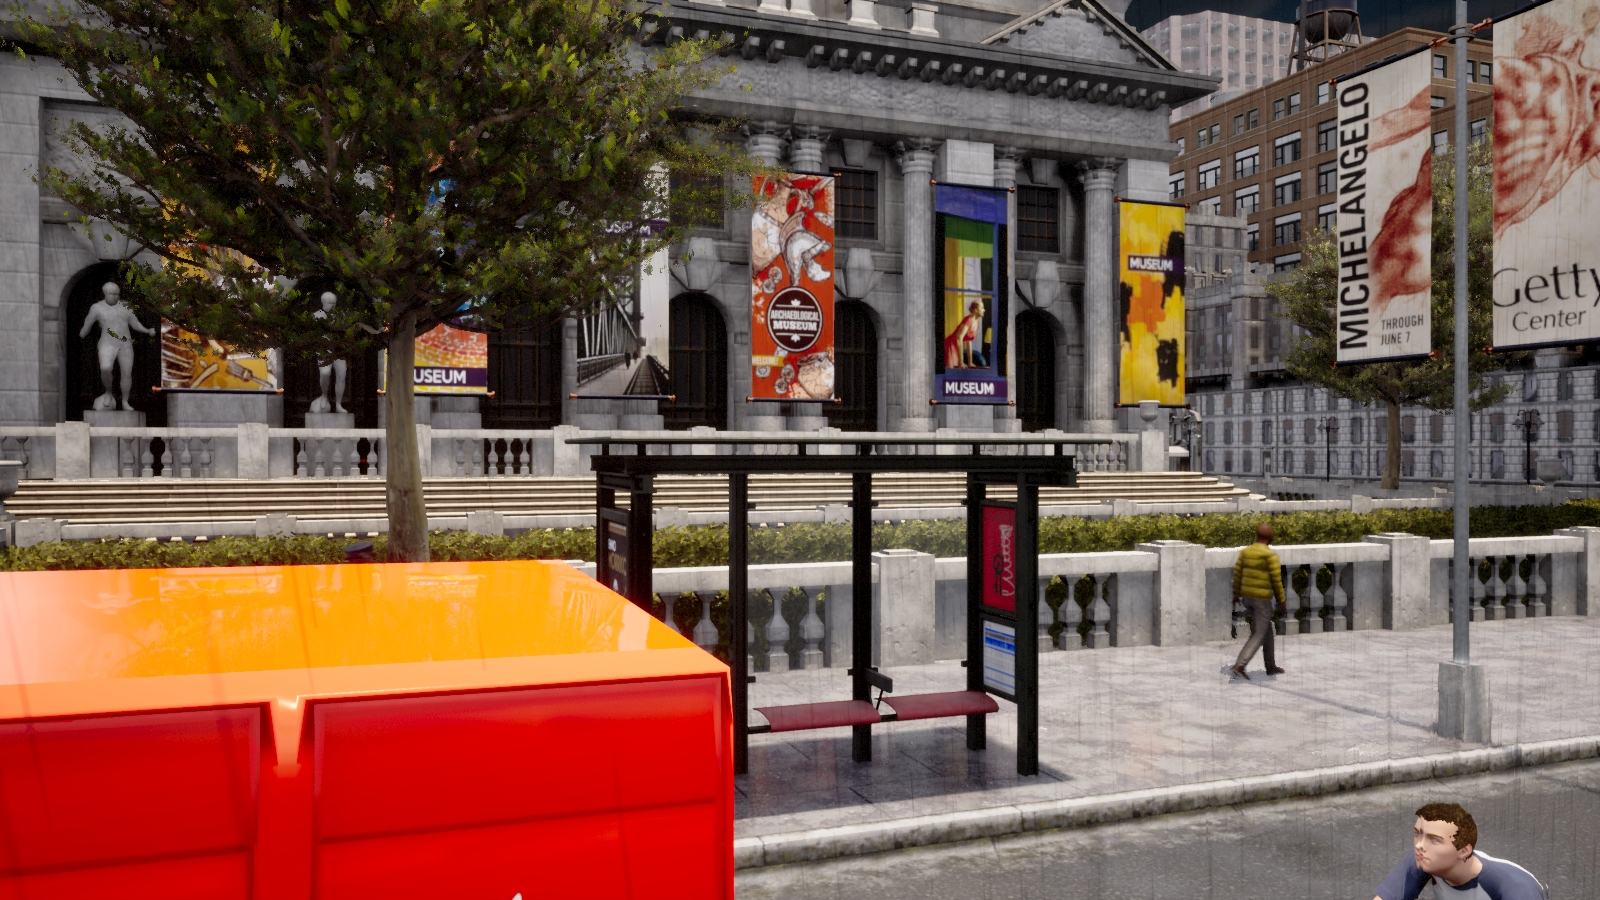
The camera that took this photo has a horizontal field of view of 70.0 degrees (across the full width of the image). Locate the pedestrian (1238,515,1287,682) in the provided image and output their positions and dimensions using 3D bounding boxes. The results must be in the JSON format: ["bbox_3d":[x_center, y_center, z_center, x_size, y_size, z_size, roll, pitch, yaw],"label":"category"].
[{"bbox_3d":[5.340,1.701,13.200,0.375,1.860,0.375,0,0,-24],"label":"pedestrian"}]

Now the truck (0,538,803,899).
[{"bbox_3d":[-2.888,1.568,2.235,5.204,2.467,2.627,0,0,-20],"label":"truck"}]
